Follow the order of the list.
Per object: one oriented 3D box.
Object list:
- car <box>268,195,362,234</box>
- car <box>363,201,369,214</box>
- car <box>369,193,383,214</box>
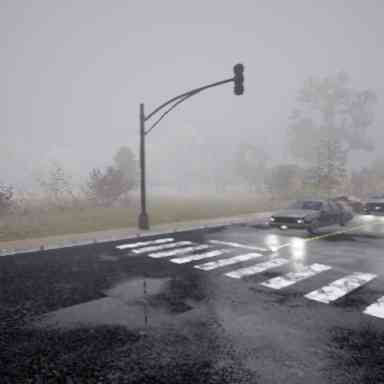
[{"bbox_3d":[5.956,1.054,16.138,5.357,1.411,2.033,-2,2,-41],"label":"car"},{"bbox_3d":[10.504,0.844,23.407,4.206,1.307,1.802,-2,2,-41],"label":"car"},{"bbox_3d":[13.418,0.779,22.683,4.181,1.385,1.994,-2,2,-40],"label":"car"}]
